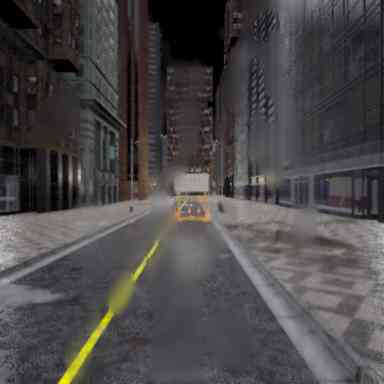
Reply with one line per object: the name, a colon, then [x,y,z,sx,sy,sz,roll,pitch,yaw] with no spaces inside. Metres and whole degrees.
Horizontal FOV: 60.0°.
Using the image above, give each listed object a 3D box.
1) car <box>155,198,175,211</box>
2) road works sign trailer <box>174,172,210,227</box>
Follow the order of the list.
car: [-3.086,1.473,39.653,1.812,1.442,4.674,0,0,0]
road works sign trailer: [0.005,0.434,22.293,2.380,3.560,2.880,0,0,0]
